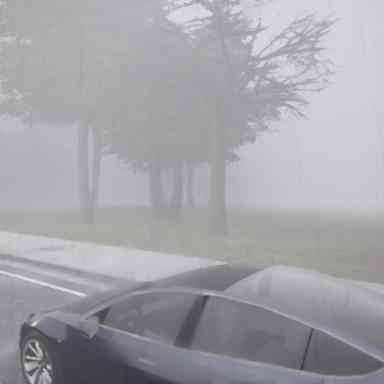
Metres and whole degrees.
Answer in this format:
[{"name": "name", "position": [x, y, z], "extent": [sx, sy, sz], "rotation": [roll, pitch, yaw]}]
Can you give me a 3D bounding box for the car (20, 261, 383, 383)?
[{"name": "car", "position": [0.184, 1.504, 3.431], "extent": [4.792, 1.488, 2.163], "rotation": [0, 0, 35]}]
